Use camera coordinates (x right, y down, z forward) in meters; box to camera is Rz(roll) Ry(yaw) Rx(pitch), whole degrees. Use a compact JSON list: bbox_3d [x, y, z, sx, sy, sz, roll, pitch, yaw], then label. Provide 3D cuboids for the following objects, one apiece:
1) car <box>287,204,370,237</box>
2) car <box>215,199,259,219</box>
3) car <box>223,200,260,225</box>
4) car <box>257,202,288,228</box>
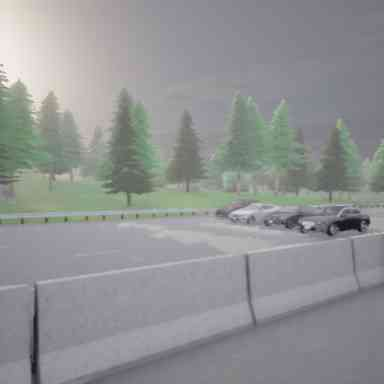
[{"bbox_3d":[7.789,1.514,18.139,4.902,1.511,2.128,0,0,-35],"label":"car"},{"bbox_3d":[4.183,1.378,28.460,4.553,1.767,2.097,0,0,-35],"label":"car"},{"bbox_3d":[4.865,1.550,24.651,4.674,1.442,1.812,0,0,-35],"label":"car"},{"bbox_3d":[6.716,1.550,21.673,4.674,1.442,1.812,0,0,-35],"label":"car"}]
